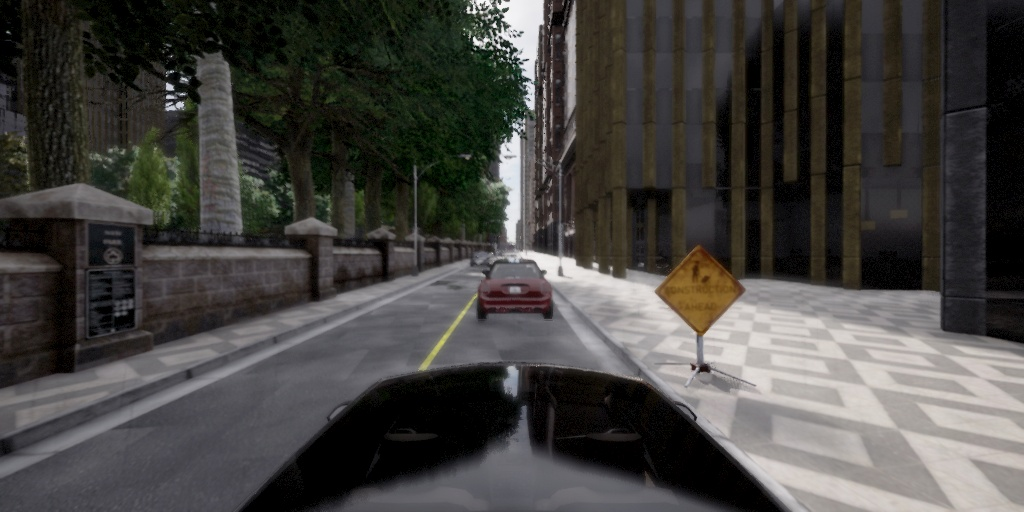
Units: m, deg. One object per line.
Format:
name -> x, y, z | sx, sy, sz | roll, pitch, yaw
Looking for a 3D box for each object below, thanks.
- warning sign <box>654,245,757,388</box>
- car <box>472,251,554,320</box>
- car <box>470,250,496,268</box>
warning sign -> 2.718, 0.777, 5.172 | 1.300, 1.860, 1.060 | 0, 0, 0
car -> 0.087, 0.848, 11.515 | 2.097, 1.767, 4.553 | 0, 1, 0
car -> -3.086, 0.358, 35.872 | 2.128, 1.511, 4.902 | 0, 1, 0
